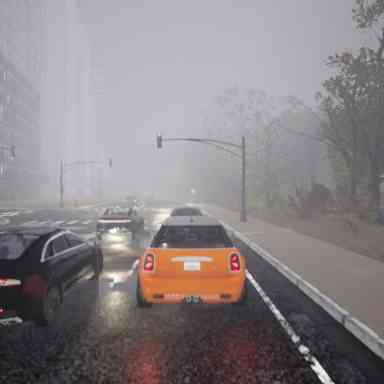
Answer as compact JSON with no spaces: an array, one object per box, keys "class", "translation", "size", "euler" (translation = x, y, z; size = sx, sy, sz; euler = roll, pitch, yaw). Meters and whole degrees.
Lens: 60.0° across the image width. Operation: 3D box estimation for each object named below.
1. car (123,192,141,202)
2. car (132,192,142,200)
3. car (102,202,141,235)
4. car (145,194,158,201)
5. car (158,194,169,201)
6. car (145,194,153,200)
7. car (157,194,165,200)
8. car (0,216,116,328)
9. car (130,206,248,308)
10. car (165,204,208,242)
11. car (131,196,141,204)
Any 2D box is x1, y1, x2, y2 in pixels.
[{"class":"car","translation":[-9.440,1.351,51.433],"size":[2.097,1.767,4.553],"euler":[0,0,-6]},{"class":"car","translation":[-13.589,0.946,82.119],"size":[2.150,2.045,5.566],"euler":[0,0,-9]},{"class":"car","translation":[-3.515,1.496,16.894],"size":[2.128,1.511,4.902],"euler":[0,0,-2]},{"class":"car","translation":[-9.954,1.444,80.142],"size":[1.882,1.535,5.008],"euler":[0,0,-9]},{"class":"car","translation":[-6.818,1.558,81.078],"size":[1.895,1.301,4.718],"euler":[0,0,-10]},{"class":"car","translation":[-11.765,1.268,90.445],"size":[1.882,1.535,5.008],"euler":[0,0,-10]},{"class":"car","translation":[-8.567,1.312,91.024],"size":[1.812,1.442,4.674],"euler":[0,0,-10]},{"class":"car","translation":[-3.249,1.495,6.937],"size":[2.128,1.511,4.902],"euler":[0,0,-1]},{"class":"car","translation":[-0.021,1.355,8.118],"size":[2.097,1.767,4.553],"euler":[0,0,-1]},{"class":"car","translation":[-0.286,1.482,17.339],"size":[1.882,1.535,5.008],"euler":[0,0,-1]},{"class":"car","translation":[-11.216,1.488,66.659],"size":[1.837,1.490,4.892],"euler":[0,0,-7]}]
